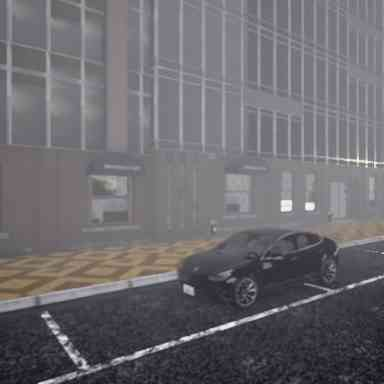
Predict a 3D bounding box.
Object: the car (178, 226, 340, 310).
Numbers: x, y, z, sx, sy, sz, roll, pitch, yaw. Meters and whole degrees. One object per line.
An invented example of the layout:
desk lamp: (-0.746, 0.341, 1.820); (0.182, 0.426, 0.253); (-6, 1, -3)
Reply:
car: (1.710, 1.528, 7.774); (4.313, 1.339, 1.947); (0, 1, -36)
